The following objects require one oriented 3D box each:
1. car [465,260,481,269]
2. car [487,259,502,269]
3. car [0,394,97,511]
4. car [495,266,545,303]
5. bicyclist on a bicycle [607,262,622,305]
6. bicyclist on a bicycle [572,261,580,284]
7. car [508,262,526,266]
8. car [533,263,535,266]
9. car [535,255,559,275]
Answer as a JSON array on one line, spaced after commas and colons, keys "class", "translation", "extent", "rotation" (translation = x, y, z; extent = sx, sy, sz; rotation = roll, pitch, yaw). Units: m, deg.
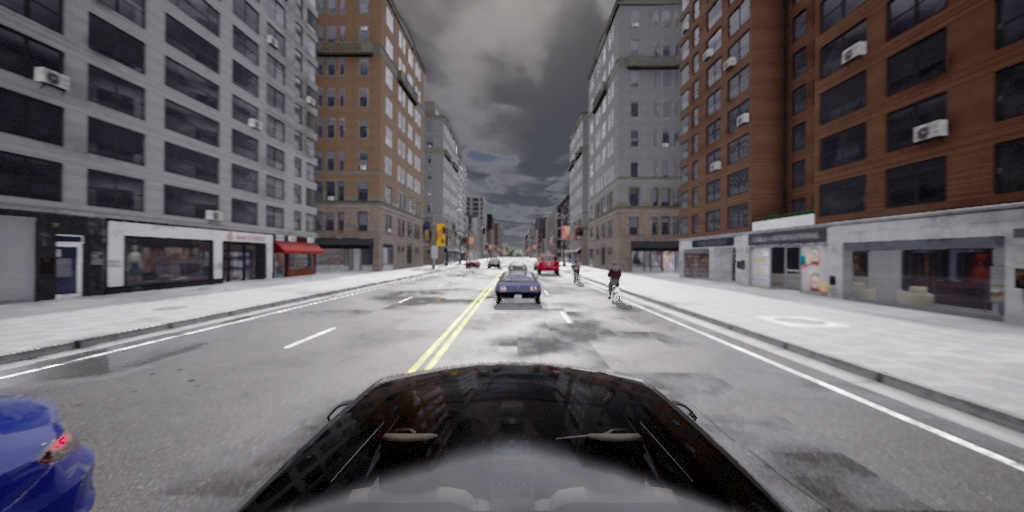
[{"class": "car", "translation": [-5.826, 1.198, 53.868], "extent": [1.895, 1.301, 4.718], "rotation": [0, 0, 1]}, {"class": "car", "translation": [-2.583, 1.129, 53.535], "extent": [1.837, 1.490, 4.892], "rotation": [0, 0, 1]}, {"class": "car", "translation": [-3.392, 1.259, 0.166], "extent": [1.812, 1.442, 4.674], "rotation": [0, 0, 1]}, {"class": "car", "translation": [0.277, 1.317, 16.419], "extent": [1.895, 1.301, 4.718], "rotation": [0, 0, 1]}, {"class": "bicyclist on a bicycle", "translation": [4.304, 1.115, 15.214], "extent": [0.659, 1.776, 1.843], "rotation": [0, 0, 1]}, {"class": "bicyclist on a bicycle", "translation": [4.430, 1.175, 24.687], "extent": [0.582, 1.620, 1.656], "rotation": [0, 0, 1]}, {"class": "car", "translation": [0.553, 1.271, 37.128], "extent": [1.895, 1.301, 4.718], "rotation": [0, 0, 1]}, {"class": "car", "translation": [3.857, 1.268, 48.620], "extent": [1.895, 1.301, 4.718], "rotation": [0, 0, 1]}, {"class": "car", "translation": [3.776, 0.910, 37.923], "extent": [2.150, 2.045, 5.566], "rotation": [0, 0, 3]}]
